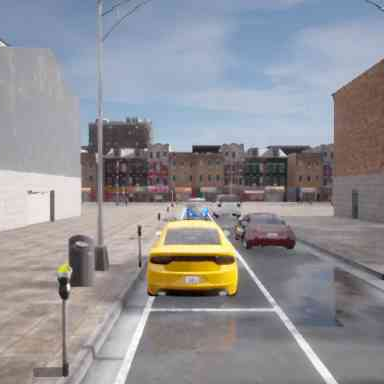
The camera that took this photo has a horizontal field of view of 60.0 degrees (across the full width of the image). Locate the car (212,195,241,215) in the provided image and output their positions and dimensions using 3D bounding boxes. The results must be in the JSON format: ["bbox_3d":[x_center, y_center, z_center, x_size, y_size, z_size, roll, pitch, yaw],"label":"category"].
[{"bbox_3d":[3.020,1.265,29.517,2.150,2.045,5.566,0,0,0],"label":"car"}]

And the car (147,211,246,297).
[{"bbox_3d":[0.006,1.476,8.651,1.882,1.535,5.008,0,0,0],"label":"car"}]

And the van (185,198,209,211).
[{"bbox_3d":[0.374,1.344,25.499,1.690,1.788,3.998,-1,0,0],"label":"van"}]

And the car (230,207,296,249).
[{"bbox_3d":[3.020,1.573,14.486,1.994,1.385,4.181,0,0,0],"label":"car"}]
